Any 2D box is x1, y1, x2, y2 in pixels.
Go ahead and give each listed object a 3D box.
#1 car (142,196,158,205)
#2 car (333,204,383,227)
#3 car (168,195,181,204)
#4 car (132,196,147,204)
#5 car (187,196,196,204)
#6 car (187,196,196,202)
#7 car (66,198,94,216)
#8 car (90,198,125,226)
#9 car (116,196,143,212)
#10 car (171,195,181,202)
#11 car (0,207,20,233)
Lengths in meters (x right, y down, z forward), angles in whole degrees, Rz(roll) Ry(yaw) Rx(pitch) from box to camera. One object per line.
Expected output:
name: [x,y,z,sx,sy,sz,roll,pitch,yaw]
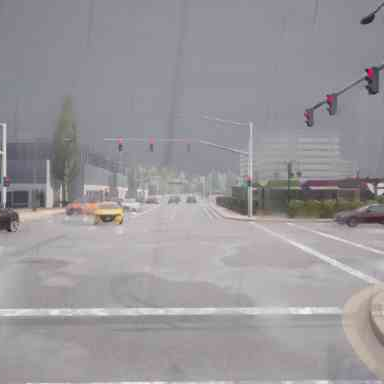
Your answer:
car: [-7.165,1.547,59.561,2.033,1.411,5.357,0,0,0]
car: [11.773,1.526,21.960,4.674,1.442,1.812,0,0,1]
car: [-3.595,1.547,64.605,2.033,1.411,5.357,0,0,0]
car: [-10.607,1.548,67.401,2.033,1.411,5.357,0,0,0]
car: [-0.095,1.491,64.611,2.128,1.511,4.902,0,0,0]
car: [-0.110,1.468,74.916,1.895,1.301,4.718,0,0,0]
car: [-10.648,1.352,32.606,2.097,1.767,4.553,0,0,0]
car: [-6.086,1.477,24.017,1.882,1.535,5.008,0,0,-14]
car: [-7.157,1.525,38.340,1.812,1.442,4.674,0,0,0]
car: [-3.610,1.425,74.879,1.994,1.385,4.181,0,0,0]
car: [-10.624,1.493,16.818,2.128,1.511,4.902,0,0,0]
